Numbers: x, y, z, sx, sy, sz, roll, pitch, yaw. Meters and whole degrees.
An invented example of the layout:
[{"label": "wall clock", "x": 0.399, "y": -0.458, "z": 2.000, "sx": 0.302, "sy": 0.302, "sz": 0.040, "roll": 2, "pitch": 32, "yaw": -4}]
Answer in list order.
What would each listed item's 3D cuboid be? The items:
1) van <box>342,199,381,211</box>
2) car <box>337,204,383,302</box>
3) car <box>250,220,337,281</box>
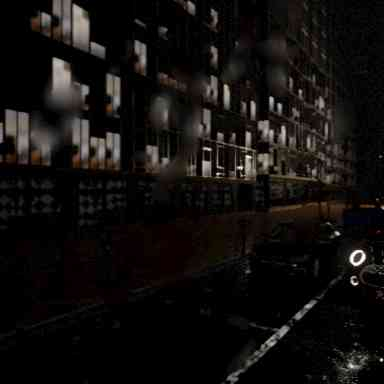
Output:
[{"label": "van", "x": 9.845, "y": 1.317, "z": 19.124, "sx": 1.690, "sy": 1.788, "sz": 3.998, "roll": 0, "pitch": 0, "yaw": 36}, {"label": "car", "x": 5.124, "y": 1.347, "z": 7.903, "sx": 2.097, "sy": 1.767, "sz": 4.553, "roll": 0, "pitch": 0, "yaw": 35}, {"label": "car", "x": 3.224, "y": 1.538, "z": 9.862, "sx": 2.008, "sy": 1.369, "sz": 4.403, "roll": 0, "pitch": 0, "yaw": 36}]
